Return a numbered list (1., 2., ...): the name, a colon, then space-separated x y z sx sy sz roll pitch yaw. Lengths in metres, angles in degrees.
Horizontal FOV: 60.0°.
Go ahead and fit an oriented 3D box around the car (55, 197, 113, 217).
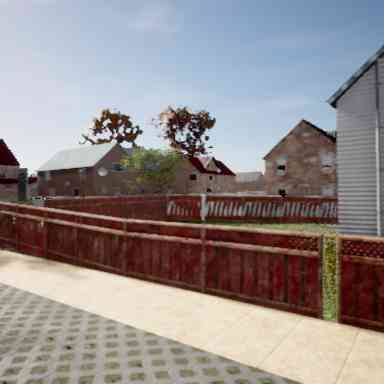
1. car: -7.518 1.097 22.811 2.097 1.767 4.553 -1 0 36
